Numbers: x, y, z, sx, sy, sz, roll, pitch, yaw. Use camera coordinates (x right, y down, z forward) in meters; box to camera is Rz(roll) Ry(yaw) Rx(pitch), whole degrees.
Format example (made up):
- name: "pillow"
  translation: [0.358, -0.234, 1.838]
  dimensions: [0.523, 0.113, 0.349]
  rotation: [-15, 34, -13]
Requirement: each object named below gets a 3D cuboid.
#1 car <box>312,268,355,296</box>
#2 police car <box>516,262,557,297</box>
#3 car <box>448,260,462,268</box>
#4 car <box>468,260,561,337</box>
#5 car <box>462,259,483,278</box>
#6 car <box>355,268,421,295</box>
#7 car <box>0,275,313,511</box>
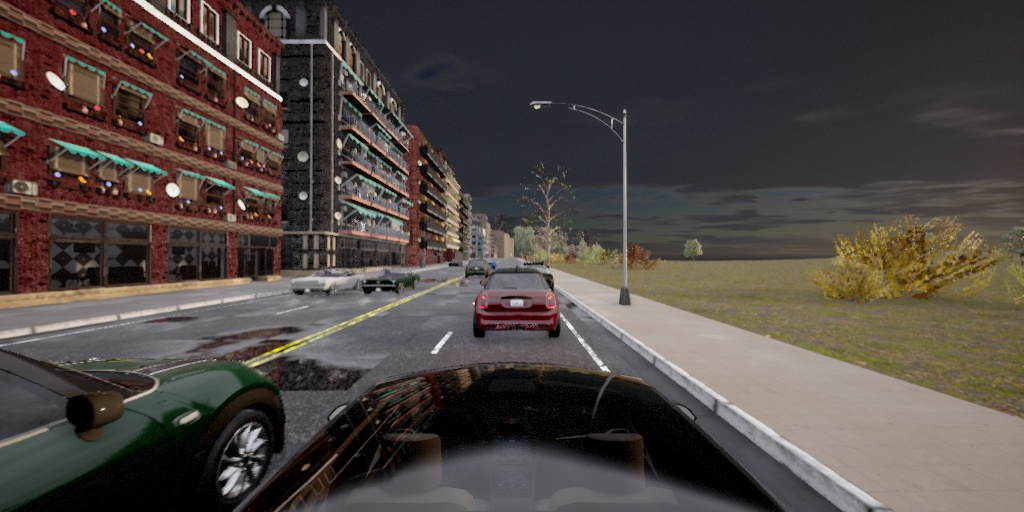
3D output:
- name: "car"
  translation: [-9.804, 1.345, 19.416]
  dimensions: [1.895, 1.301, 4.718]
  rotation: [0, 0, 0]
- name: "police car"
  translation: [1.184, 1.170, 19.871]
  dimensions: [1.930, 1.638, 5.238]
  rotation: [0, 0, 0]
- name: "car"
  translation: [-9.667, 1.325, 61.525]
  dimensions: [1.895, 1.301, 4.718]
  rotation: [0, 0, 1]
- name: "car"
  translation: [0.119, 1.100, 10.376]
  dimensions: [2.097, 1.767, 4.553]
  rotation: [0, 0, 0]
- name: "car"
  translation: [-3.089, 1.092, 33.776]
  dimensions: [2.097, 1.767, 4.553]
  rotation: [0, 0, 1]
- name: "car"
  translation: [-6.554, 1.345, 19.826]
  dimensions: [1.895, 1.301, 4.718]
  rotation: [0, 0, 0]
- name: "car"
  translation: [-3.153, 1.103, 1.449]
  dimensions: [2.097, 1.767, 4.553]
  rotation: [0, 0, 0]
